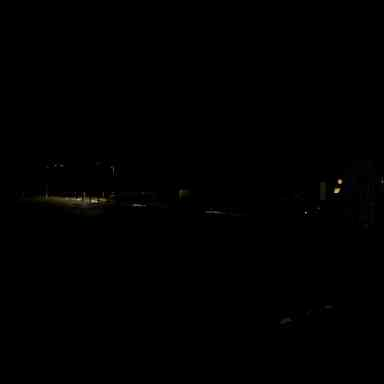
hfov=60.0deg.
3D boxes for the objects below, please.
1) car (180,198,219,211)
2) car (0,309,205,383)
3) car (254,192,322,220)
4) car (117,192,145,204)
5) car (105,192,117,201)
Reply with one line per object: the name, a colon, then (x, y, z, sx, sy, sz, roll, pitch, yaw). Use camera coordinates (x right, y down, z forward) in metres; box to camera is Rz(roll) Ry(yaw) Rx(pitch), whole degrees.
car: (0.755, 1.306, 35.844, 1.895, 1.301, 4.718, 1, 0, -36)
car: (-1.973, 1.525, 1.645, 4.674, 1.442, 1.812, 0, 0, -35)
car: (7.497, 1.044, 26.627, 2.150, 2.045, 5.566, 1, 0, -36)
car: (-8.703, 1.027, 48.848, 2.128, 1.511, 4.902, 1, 0, -36)
car: (-14.292, 0.769, 61.435, 2.097, 1.767, 4.553, 1, 0, -36)
